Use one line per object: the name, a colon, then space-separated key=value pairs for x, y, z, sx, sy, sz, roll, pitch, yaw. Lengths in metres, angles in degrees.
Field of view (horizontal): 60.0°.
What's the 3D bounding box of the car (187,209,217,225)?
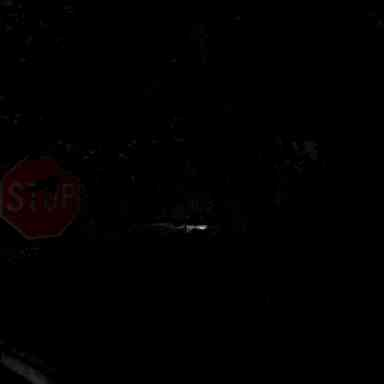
car: x=1.505 y=2.393 z=32.519 sx=1.882 sy=1.535 sz=5.008 roll=-1 pitch=-3 yaw=35
